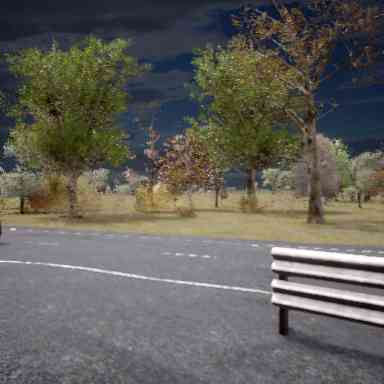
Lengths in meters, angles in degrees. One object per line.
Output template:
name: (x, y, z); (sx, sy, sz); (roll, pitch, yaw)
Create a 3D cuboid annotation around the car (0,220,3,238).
car: (-10.802, 1.509, 14.872); (5.008, 1.535, 1.882); (0, -2, 22)
